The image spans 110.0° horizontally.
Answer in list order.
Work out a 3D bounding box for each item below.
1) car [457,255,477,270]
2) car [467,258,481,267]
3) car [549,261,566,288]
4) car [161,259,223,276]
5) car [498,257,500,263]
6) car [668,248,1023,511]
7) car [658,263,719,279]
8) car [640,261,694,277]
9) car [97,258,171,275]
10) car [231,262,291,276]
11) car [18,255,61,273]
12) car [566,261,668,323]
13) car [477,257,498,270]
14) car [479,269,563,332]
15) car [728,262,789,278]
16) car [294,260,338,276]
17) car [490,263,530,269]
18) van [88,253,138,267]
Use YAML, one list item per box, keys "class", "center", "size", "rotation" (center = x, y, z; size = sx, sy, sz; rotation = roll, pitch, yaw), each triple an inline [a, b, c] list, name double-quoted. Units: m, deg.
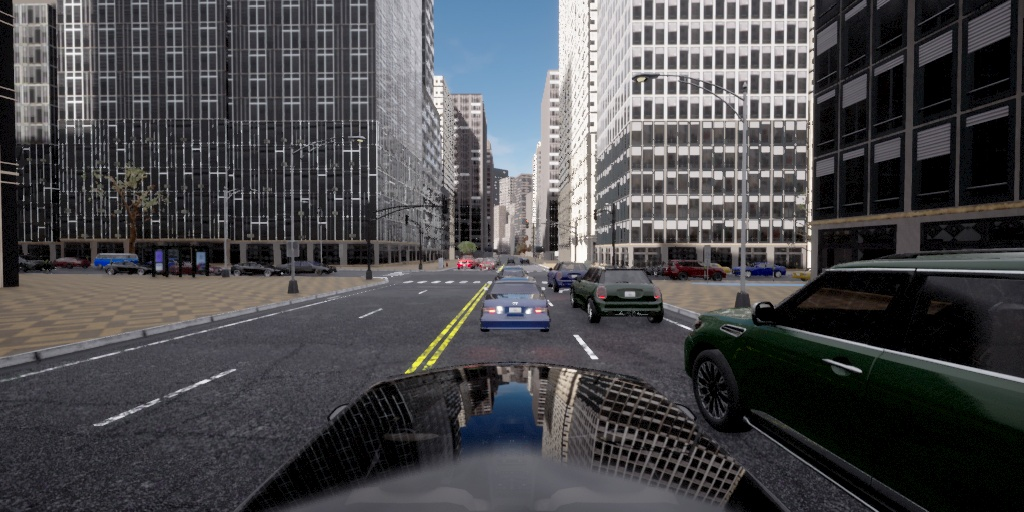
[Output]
- class: "car"
  center: [-6.721, 0.933, 53.374]
  size: [2.150, 2.045, 5.566]
  rotation: [0, 0, 0]
- class: "car"
  center: [-6.718, 1.176, 63.719]
  size: [1.882, 1.535, 5.008]
  rotation: [0, 0, 1]
- class: "car"
  center: [3.300, 1.091, 21.104]
  size: [2.097, 1.767, 4.553]
  rotation: [0, 0, 0]
- class: "car"
  center: [-28.493, 1.136, 32.336]
  size: [4.207, 1.307, 1.802]
  rotation: [0, 0, 1]
- class: "car"
  center: [-3.480, 1.229, 60.074]
  size: [1.812, 1.442, 4.674]
  rotation: [0, 0, 0]
- class: "car"
  center: [3.345, 0.971, 2.394]
  size: [2.150, 2.045, 5.566]
  rotation: [0, 0, 0]
- class: "car"
  center: [16.834, 1.423, 34.355]
  size: [4.892, 1.490, 1.837]
  rotation: [0, 1, 1]
- class: "car"
  center: [16.206, 1.364, 37.589]
  size: [4.892, 1.490, 1.837]
  rotation: [0, 1, -1]
- class: "car"
  center: [-34.174, 1.067, 32.495]
  size: [4.313, 1.339, 1.948]
  rotation: [0, 0, 1]
- class: "car"
  center: [-22.809, 1.172, 32.217]
  size: [4.313, 1.339, 1.948]
  rotation: [0, 0, 1]
- class: "car"
  center: [-48.375, 0.679, 35.421]
  size: [4.553, 1.767, 2.097]
  rotation: [1, 1, 2]
- class: "car"
  center: [3.324, 1.097, 12.240]
  size: [2.097, 1.767, 4.553]
  rotation: [0, 0, 0]
- class: "car"
  center: [-3.440, 1.066, 51.230]
  size: [2.097, 1.767, 4.553]
  rotation: [0, 0, -1]
- class: "car"
  center: [0.079, 1.293, 10.793]
  size: [2.033, 1.411, 5.357]
  rotation: [0, 0, 0]
- class: "car"
  center: [25.684, 1.420, 37.426]
  size: [5.008, 1.535, 1.882]
  rotation: [1, 1, 1]
- class: "car"
  center: [-19.994, 1.135, 34.875]
  size: [5.357, 1.411, 2.033]
  rotation: [1, 1, 1]
- class: "car"
  center: [0.052, 1.304, 20.036]
  size: [1.994, 1.385, 4.181]
  rotation: [0, 0, 0]
- class: "van"
  center: [-45.388, 0.602, 41.127]
  size: [3.998, 1.789, 1.690]
  rotation: [0, 0, 1]
